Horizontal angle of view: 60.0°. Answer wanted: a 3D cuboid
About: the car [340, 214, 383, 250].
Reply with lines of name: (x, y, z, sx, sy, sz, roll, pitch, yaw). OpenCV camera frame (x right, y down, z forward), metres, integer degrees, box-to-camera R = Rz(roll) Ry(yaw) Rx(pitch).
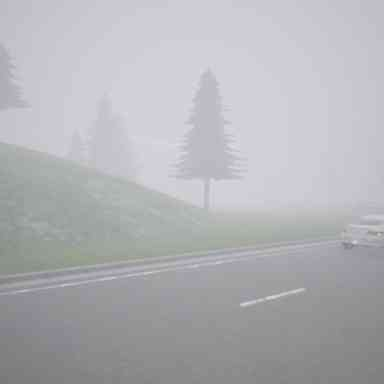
car: (8.039, 1.669, 13.901, 4.674, 1.442, 1.812, 0, 0, -35)
